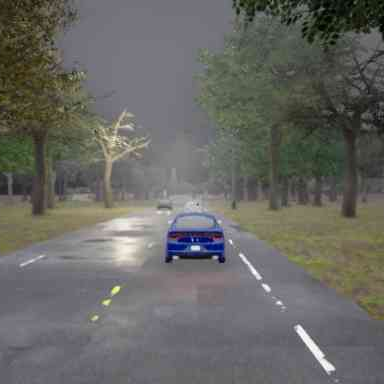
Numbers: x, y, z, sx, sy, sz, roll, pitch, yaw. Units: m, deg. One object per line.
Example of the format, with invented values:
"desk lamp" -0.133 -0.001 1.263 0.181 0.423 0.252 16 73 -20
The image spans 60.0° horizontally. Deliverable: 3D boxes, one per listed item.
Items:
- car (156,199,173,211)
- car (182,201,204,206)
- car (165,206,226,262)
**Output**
"car" -3.515 1.650 43.731 2.033 1.411 5.357 0 0 1
"car" 0.119 1.578 30.327 1.812 1.442 4.674 0 0 0
"car" 0.106 1.486 12.152 1.882 1.535 5.008 0 0 0
